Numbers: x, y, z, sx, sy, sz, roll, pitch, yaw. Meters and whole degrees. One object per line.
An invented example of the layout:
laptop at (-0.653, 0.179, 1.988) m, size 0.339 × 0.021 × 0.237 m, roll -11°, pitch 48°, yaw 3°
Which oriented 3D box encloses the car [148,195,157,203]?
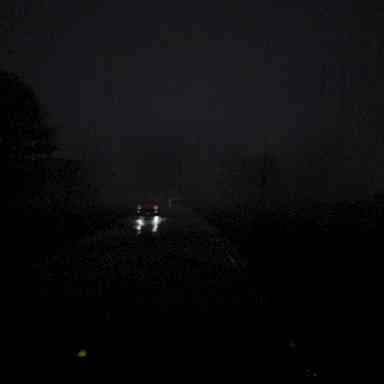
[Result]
car at (-8.839, 1.559, 74.480) m, size 1.882 × 1.535 × 5.008 m, roll 0°, pitch 0°, yaw -9°

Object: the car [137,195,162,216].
car at (-4.324, 1.437, 33.263) m, size 2.097 × 1.767 × 4.553 m, roll 0°, pitch 0°, yaw -4°

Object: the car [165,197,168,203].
car at (-3.977, 1.706, 68.316) m, size 1.812 × 1.442 × 4.674 m, roll 0°, pitch 0°, yaw -8°

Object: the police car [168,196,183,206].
police car at (-2.684, 1.576, 58.462) m, size 1.930 × 1.638 × 5.238 m, roll 0°, pitch 0°, yaw -7°
